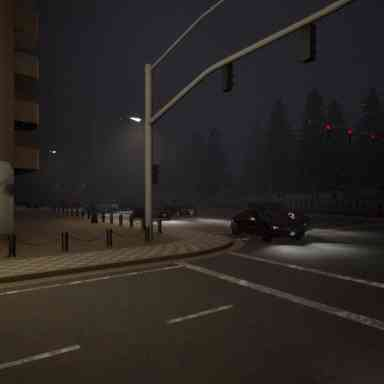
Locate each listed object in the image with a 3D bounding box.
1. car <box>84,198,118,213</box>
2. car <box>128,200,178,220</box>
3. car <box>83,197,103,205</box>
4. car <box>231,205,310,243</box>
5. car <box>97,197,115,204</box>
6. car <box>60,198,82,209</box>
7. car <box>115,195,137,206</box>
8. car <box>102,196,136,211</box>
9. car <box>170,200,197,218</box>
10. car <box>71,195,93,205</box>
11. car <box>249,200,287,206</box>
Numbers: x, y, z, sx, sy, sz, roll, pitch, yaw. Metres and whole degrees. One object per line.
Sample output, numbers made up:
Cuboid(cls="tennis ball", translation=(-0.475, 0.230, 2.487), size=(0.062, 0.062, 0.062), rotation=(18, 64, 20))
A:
Cuboid(cls="car", translation=(-10.499, 1.656, 37.627), size=(1.895, 1.301, 4.718), rotation=(0, 0, -36))
Cuboid(cls="car", translation=(-3.328, 1.619, 27.659), size=(1.994, 1.385, 4.181), rotation=(0, 0, -36))
Cuboid(cls="car", translation=(-18.003, 1.656, 60.366), size=(1.895, 1.301, 4.718), rotation=(0, 0, -36))
Cuboid(cls="car", translation=(3.555, 1.557, 16.531), size=(1.812, 1.442, 4.674), rotation=(0, -1, -20))
Cuboid(cls="car", translation=(-16.676, 1.656, 64.486), size=(1.895, 1.301, 4.718), rotation=(0, 0, -36))
Cuboid(cls="car", translation=(-17.055, 1.533, 46.796), size=(1.882, 1.535, 5.008), rotation=(0, 0, -35))
Cuboid(cls="car", translation=(-11.416, 1.408, 57.209), size=(2.097, 1.767, 4.553), rotation=(0, 0, -36))
Cuboid(cls="car", translation=(-9.131, 1.603, 41.721), size=(2.033, 1.411, 5.357), rotation=(0, 0, -36))
Cuboid(cls="car", translation=(-1.443, 1.547, 31.029), size=(2.128, 1.511, 4.902), rotation=(0, 0, -36))
Cuboid(cls="car", translation=(-17.923, 1.235, 54.093), size=(2.128, 1.511, 4.902), rotation=(0, 0, -36))
Cuboid(cls="car", translation=(5.387, 1.407, 21.772), size=(2.097, 1.767, 4.553), rotation=(0, 0, -38))
